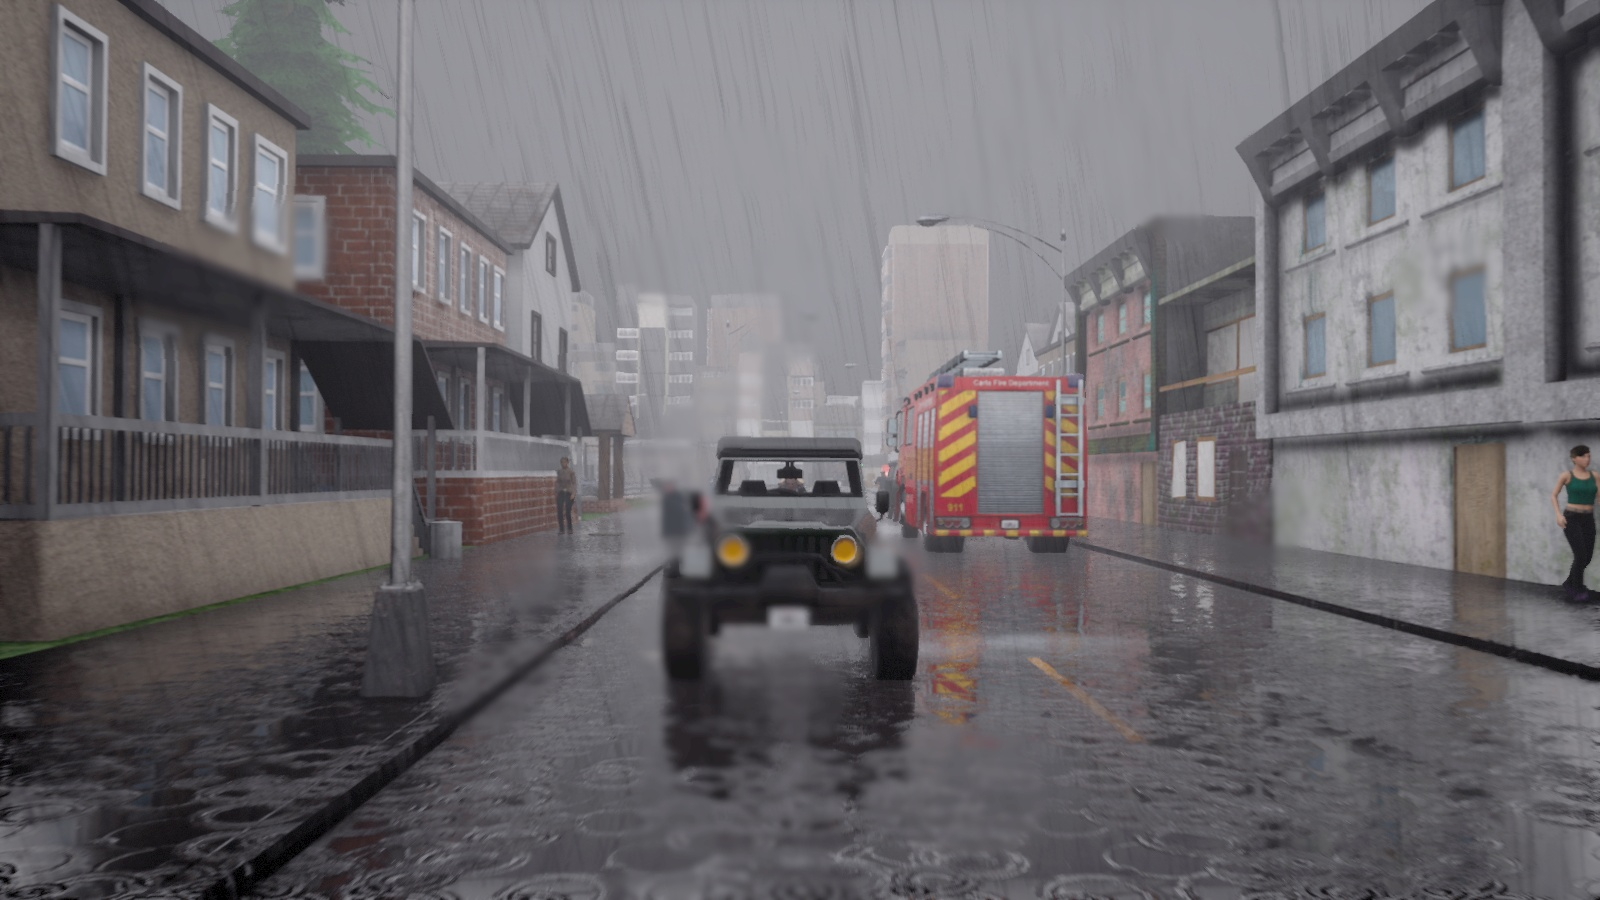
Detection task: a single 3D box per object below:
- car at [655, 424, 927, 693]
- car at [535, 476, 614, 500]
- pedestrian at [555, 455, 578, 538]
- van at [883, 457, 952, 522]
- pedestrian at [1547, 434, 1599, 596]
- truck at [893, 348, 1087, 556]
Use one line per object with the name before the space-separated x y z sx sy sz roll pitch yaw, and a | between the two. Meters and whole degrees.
car | -0.077 0.798 10.752 1.905 1.878 3.866 0 -1 0
car | -12.989 2.177 72.466 4.181 1.385 1.994 0 -1 0
pedestrian | -5.268 1.033 28.328 0.331 1.846 0.634 0 -1 7
van | 3.737 1.249 40.645 1.775 1.987 4.442 0 -1 0
pedestrian | 9.009 0.739 14.535 0.345 1.836 0.594 0 -1 1
truck | 3.815 0.106 27.409 2.891 3.827 8.468 0 -1 0
